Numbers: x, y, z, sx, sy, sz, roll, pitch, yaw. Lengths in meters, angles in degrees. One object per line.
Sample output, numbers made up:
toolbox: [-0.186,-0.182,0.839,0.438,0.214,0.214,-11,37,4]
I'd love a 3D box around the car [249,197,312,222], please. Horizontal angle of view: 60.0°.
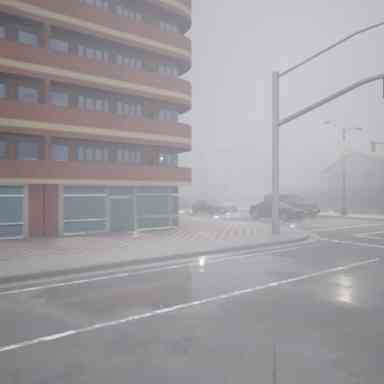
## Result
car: [6.841,1.477,26.991,1.882,1.535,5.008,0,0,-34]

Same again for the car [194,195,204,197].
car: [0.766,1.351,62.472,2.097,1.767,4.553,0,0,-35]

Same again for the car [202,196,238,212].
car: [3.290,1.525,38.367,1.812,1.442,4.674,0,0,-35]

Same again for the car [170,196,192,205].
car: [-2.086,1.525,60.526,1.812,1.442,4.674,0,0,-34]

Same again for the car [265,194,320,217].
car: [8.827,1.221,30.320,2.150,2.045,5.566,0,0,-34]

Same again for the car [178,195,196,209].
car: [-1.953,1.504,45.972,1.837,1.490,4.892,0,0,-34]

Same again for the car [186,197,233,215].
car: [1.719,1.525,34.469,1.812,1.442,4.674,0,0,-35]

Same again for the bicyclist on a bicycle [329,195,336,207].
bicyclist on a bicycle: [19.330,1.299,45.873,1.656,1.620,0.582,0,0,-35]
